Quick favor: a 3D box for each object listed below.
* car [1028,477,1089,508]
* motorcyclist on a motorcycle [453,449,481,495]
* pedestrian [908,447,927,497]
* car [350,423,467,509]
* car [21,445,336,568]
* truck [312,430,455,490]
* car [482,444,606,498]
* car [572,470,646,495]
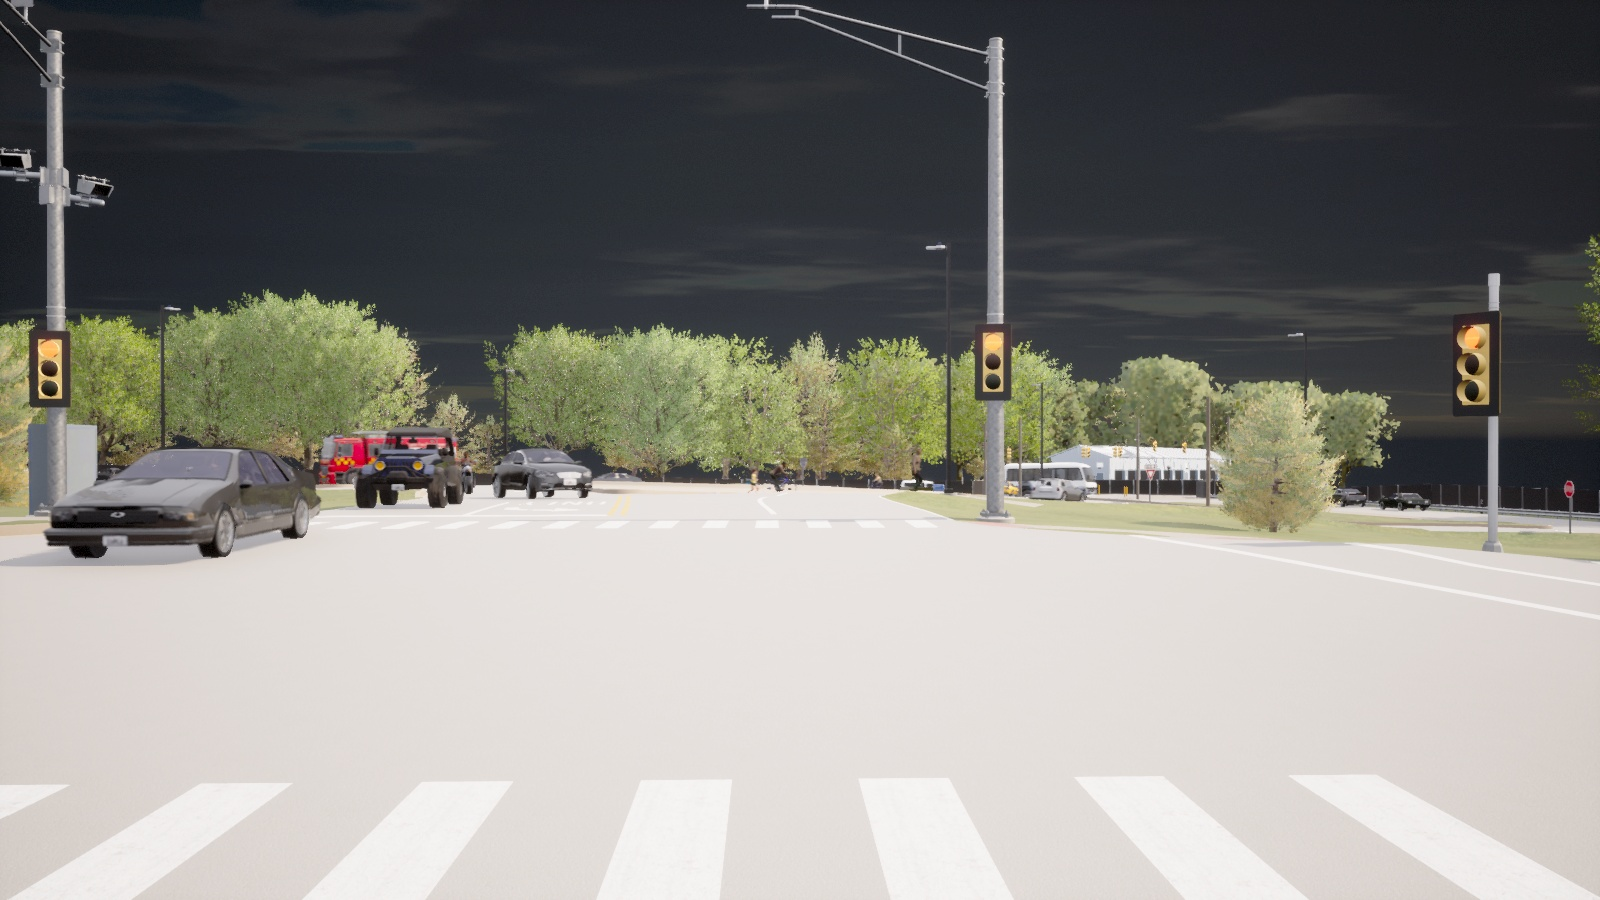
[{"bbox_3d":[14.189,2.338,68.806,1.970,1.475,3.806,0,-4,34],"label":"car"},{"bbox_3d":[-12.279,0.818,46.276,0.766,1.649,2.350,0,-1,-20],"label":"motorcyclist on a motorcycle"},{"bbox_3d":[4.382,0.808,46.723,0.634,1.846,0.331,0,1,27],"label":"pedestrian"},{"bbox_3d":[-9.086,0.373,29.444,1.905,1.878,3.866,0,0,-6],"label":"car"},{"bbox_3d":[-8.305,0.648,17.472,2.033,1.411,5.357,0,1,-4],"label":"car"},{"bbox_3d":[-27.562,0.626,83.302,8.468,3.827,2.891,0,0,-34],"label":"truck"},{"bbox_3d":[-7.786,0.657,37.759,2.128,1.511,4.902,1,-2,-31],"label":"car"},{"bbox_3d":[-13.822,2.368,90.943,4.902,1.511,2.128,3,-9,-33],"label":"car"}]
